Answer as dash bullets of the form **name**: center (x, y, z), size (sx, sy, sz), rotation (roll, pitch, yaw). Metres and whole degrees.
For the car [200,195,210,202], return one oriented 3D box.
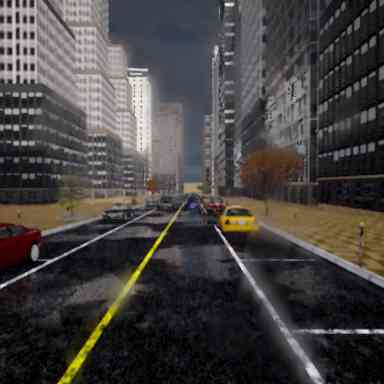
- **car**: center (2.685, 1.418, 70.871), size (1.947, 1.339, 4.313), rotation (-1, 0, 0)

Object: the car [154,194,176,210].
- **car**: center (-3.081, 1.255, 40.641), size (2.097, 1.767, 4.553), rotation (0, 0, 0)

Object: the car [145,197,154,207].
- **car**: center (-5.698, 1.440, 48.372), size (2.008, 1.369, 4.403), rotation (-1, 0, 0)

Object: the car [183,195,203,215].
- **car**: center (0.033, 1.435, 38.086), size (1.812, 1.442, 4.674), rotation (0, 0, 0)

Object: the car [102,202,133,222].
- **car**: center (-5.700, 1.485, 25.872), size (2.008, 1.369, 4.403), rotation (-1, 0, 0)

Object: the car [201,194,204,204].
- **car**: center (2.683, 1.395, 59.792), size (1.752, 1.417, 4.829), rotation (-1, 0, 0)

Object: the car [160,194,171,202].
- **car**: center (-5.698, 1.292, 70.872), size (1.967, 1.590, 4.097), rotation (-1, 0, 0)

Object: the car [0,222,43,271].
- **car**: center (-5.701, 1.520, 8.997), size (1.887, 1.381, 4.507), rotation (-1, 0, 0)

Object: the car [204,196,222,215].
- **car**: center (2.679, 1.352, 37.122), size (1.967, 1.590, 4.097), rotation (-1, 0, 0)

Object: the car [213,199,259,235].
- **car**: center (2.351, 1.409, 18.187), size (1.801, 1.575, 5.366), rotation (0, 0, 0)

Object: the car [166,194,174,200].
- **car**: center (-5.695, 1.374, 87.747), size (1.887, 1.381, 4.507), rotation (-1, 0, 0)
